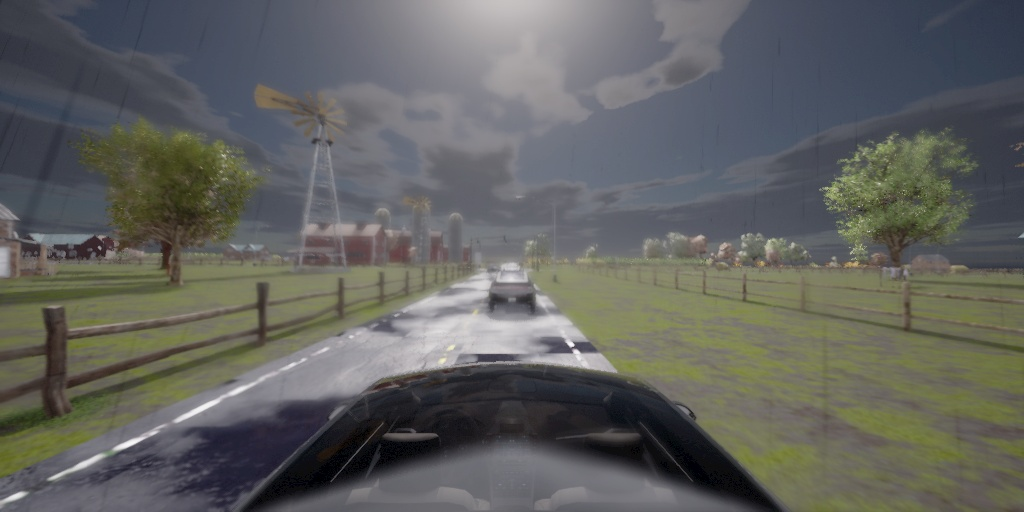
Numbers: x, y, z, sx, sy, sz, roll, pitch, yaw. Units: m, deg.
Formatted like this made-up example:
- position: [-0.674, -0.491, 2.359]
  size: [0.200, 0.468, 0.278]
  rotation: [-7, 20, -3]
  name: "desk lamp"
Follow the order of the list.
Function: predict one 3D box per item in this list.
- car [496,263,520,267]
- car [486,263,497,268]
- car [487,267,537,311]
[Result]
- position: [0.030, 1.555, 30.362]
  size: [2.128, 1.511, 4.902]
  rotation: [0, 0, 0]
  name: "car"
- position: [-2.750, 1.835, 54.369]
  size: [1.837, 1.490, 4.892]
  rotation: [0, -1, 0]
  name: "car"
- position: [0.025, 1.391, 15.357]
  size: [2.128, 1.511, 4.902]
  rotation: [0, 0, 0]
  name: "car"
